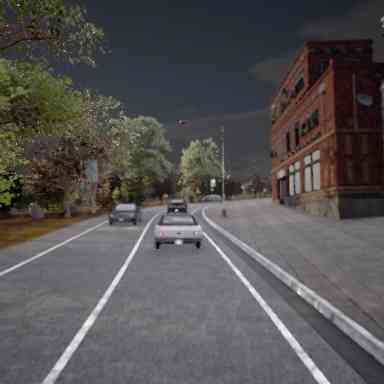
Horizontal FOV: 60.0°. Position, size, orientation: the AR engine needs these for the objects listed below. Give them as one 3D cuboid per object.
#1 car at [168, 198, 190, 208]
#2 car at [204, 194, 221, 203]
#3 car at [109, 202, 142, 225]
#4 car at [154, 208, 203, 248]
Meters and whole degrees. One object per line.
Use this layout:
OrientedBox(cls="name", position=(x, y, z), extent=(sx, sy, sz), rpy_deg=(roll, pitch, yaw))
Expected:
OrientedBox(cls="car", position=(-1.313, 1.400, 32.836), extent=(1.837, 1.490, 4.892), rpy_deg=(-1, 1, 2))
OrientedBox(cls="car", position=(3.966, 1.250, 63.638), extent=(1.837, 1.490, 4.892), rpy_deg=(-3, -1, 30))
OrientedBox(cls="car", position=(-4.602, 1.477, 23.516), extent=(1.812, 1.442, 4.674), rpy_deg=(0, 0, -2))
OrientedBox(cls="car", position=(-0.651, 1.592, 14.777), extent=(1.895, 1.301, 4.718), rpy_deg=(0, 0, -4))
